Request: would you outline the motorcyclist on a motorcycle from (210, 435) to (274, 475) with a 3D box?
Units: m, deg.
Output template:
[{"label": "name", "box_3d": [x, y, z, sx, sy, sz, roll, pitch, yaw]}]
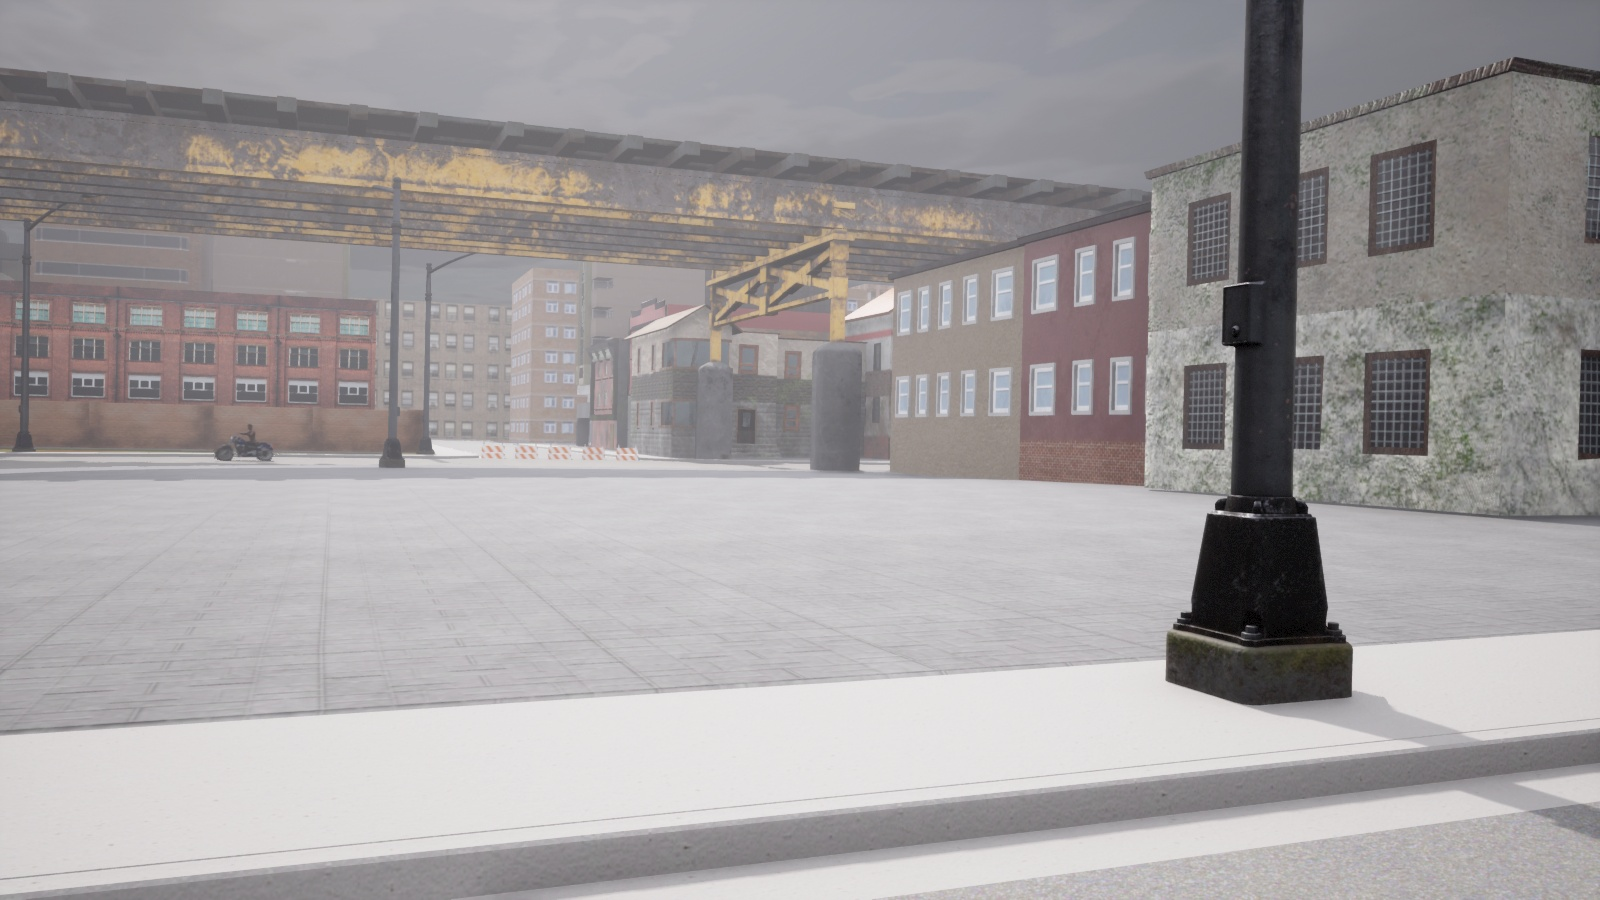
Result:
[{"label": "motorcyclist on a motorcycle", "box_3d": [-23.642, 0.199, 53.274, 2.350, 1.649, 0.766, -1, 1, -41]}]
